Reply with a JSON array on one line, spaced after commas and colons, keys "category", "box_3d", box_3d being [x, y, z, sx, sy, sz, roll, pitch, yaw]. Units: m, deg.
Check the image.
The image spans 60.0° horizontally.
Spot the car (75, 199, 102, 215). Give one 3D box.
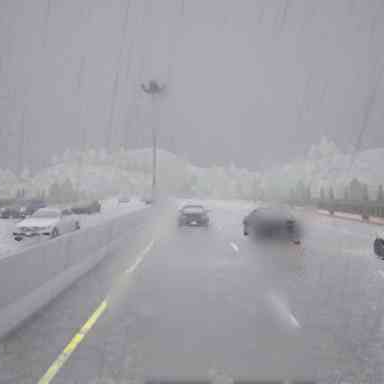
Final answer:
[{"category": "car", "box_3d": [-10.591, 1.489, 33.644, 1.882, 1.535, 5.008, 0, 0, 0]}]

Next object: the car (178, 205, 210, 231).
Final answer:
[{"category": "car", "box_3d": [0.102, 1.528, 20.617, 1.812, 1.442, 4.674, 0, 0, 0]}]

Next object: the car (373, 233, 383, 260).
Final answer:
[{"category": "car", "box_3d": [7.102, 1.526, 9.412, 1.812, 1.442, 4.674, 0, 0, 0]}]

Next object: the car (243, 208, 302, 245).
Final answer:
[{"category": "car", "box_3d": [3.601, 1.478, 15.627, 1.882, 1.535, 5.008, 0, 0, 0]}]

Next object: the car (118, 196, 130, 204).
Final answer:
[{"category": "car", "box_3d": [-14.004, 1.626, 68.749, 2.128, 1.511, 4.902, 0, 0, 0]}]

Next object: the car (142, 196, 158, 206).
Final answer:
[{"category": "car", "box_3d": [-7.036, 1.665, 57.893, 1.895, 1.301, 4.718, 0, 0, 1]}]

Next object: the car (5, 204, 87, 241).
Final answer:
[{"category": "car", "box_3d": [-7.098, 1.526, 16.747, 1.812, 1.442, 4.674, 0, 0, 0]}]

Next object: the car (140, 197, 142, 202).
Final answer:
[{"category": "car", "box_3d": [-10.772, 1.612, 75.421, 2.033, 1.411, 5.357, 0, 0, -4]}]

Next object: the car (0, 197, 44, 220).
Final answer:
[{"category": "car", "box_3d": [-14.093, 1.357, 28.141, 2.097, 1.767, 4.553, 0, 0, 0]}]
